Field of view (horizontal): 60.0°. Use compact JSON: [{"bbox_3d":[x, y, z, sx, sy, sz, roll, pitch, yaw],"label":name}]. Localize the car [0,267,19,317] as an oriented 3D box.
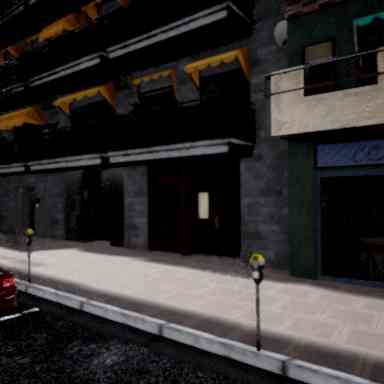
[{"bbox_3d":[-4.854,1.616,6.191,4.206,1.307,1.802,0,-1,36],"label":"car"}]
